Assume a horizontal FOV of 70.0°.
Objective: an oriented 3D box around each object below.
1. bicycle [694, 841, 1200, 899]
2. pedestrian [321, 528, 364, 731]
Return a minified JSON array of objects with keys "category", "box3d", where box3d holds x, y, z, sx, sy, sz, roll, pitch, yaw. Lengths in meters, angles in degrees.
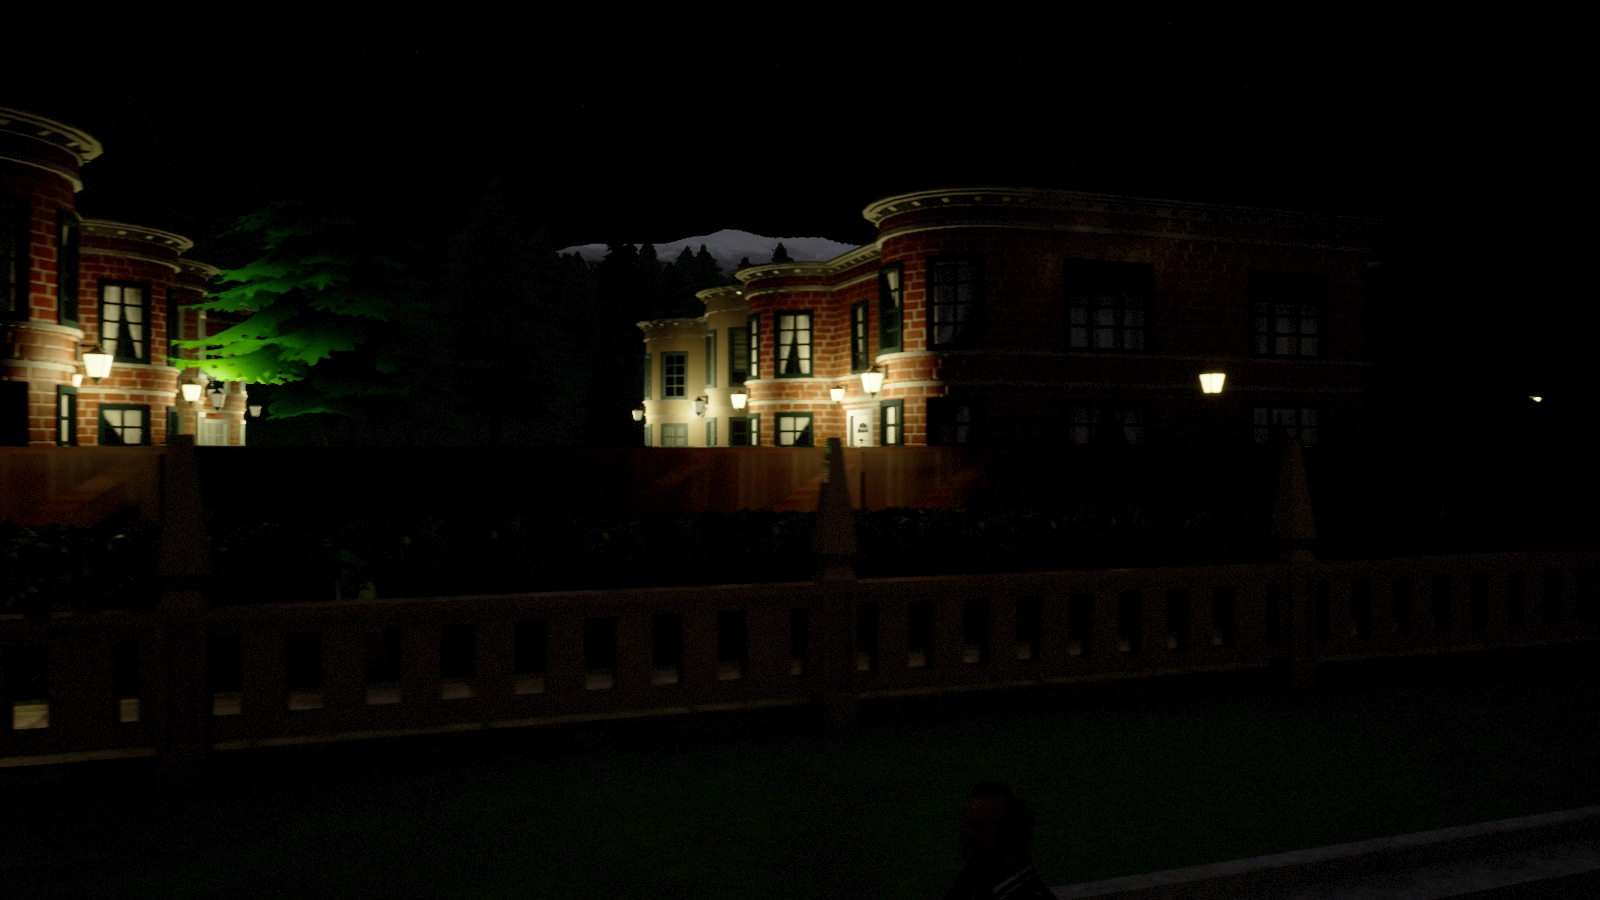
[{"category":"bicycle","box3d":[0.328,2.060,3.412,1.835,1.471,0.329,0,0,-20]},{"category":"pedestrian","box3d":[-4.371,1.696,10.909,0.375,1.860,0.375,0,0,-23]}]
